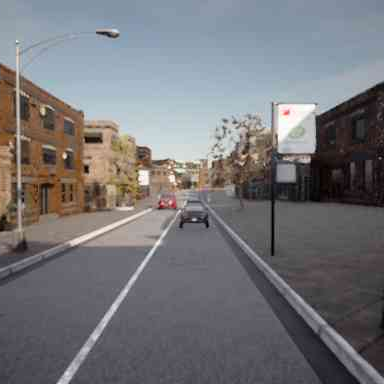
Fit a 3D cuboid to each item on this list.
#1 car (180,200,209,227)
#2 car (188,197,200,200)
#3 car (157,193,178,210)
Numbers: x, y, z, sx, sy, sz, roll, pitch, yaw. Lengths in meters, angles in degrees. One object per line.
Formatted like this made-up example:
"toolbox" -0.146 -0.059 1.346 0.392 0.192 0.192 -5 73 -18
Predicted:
"car" 0.146 1.491 22.398 1.812 1.442 4.674 0 0 0
"car" 0.216 1.412 42.192 1.882 1.535 5.008 0 0 0
"car" -2.974 1.159 41.316 2.150 2.045 5.566 0 0 0
